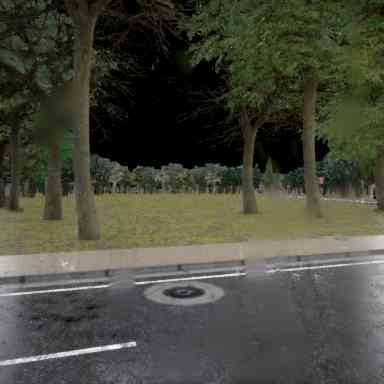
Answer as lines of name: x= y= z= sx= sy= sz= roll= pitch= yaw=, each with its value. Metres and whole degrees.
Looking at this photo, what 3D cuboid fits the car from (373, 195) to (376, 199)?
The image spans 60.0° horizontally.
car: x=44.754 y=1.295 z=79.771 sx=1.895 sy=1.301 sz=4.718 roll=0 pitch=0 yaw=4
